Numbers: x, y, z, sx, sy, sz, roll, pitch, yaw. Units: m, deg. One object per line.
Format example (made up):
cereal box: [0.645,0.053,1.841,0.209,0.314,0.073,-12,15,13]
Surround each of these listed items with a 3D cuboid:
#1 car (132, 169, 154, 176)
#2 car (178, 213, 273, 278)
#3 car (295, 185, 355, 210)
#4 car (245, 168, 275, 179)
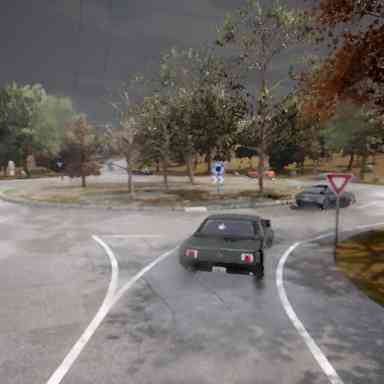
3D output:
car: [-9.302,-3.665,62.372,4.718,1.301,1.895,5,7,40]
car: [1.208,1.237,9.278,1.895,1.301,4.718,1,4,16]
car: [8.536,0.234,21.226,4.181,1.385,1.994,-5,7,-35]
car: [10.515,-2.938,52.022,4.553,1.767,2.097,5,7,41]
